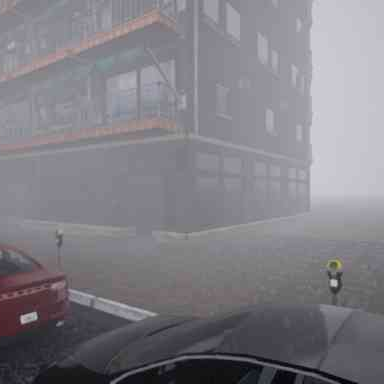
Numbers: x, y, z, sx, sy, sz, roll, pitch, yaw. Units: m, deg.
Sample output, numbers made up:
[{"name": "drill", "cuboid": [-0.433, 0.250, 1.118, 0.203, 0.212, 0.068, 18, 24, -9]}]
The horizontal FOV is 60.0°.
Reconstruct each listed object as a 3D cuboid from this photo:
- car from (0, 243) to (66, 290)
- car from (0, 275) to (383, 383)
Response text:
[{"name": "car", "cuboid": [-3.978, 1.531, 5.712, 4.507, 1.381, 1.887, 0, 0, 35]}, {"name": "car", "cuboid": [0.611, 1.564, 2.439, 4.313, 1.339, 1.947, 0, 0, 35]}]
